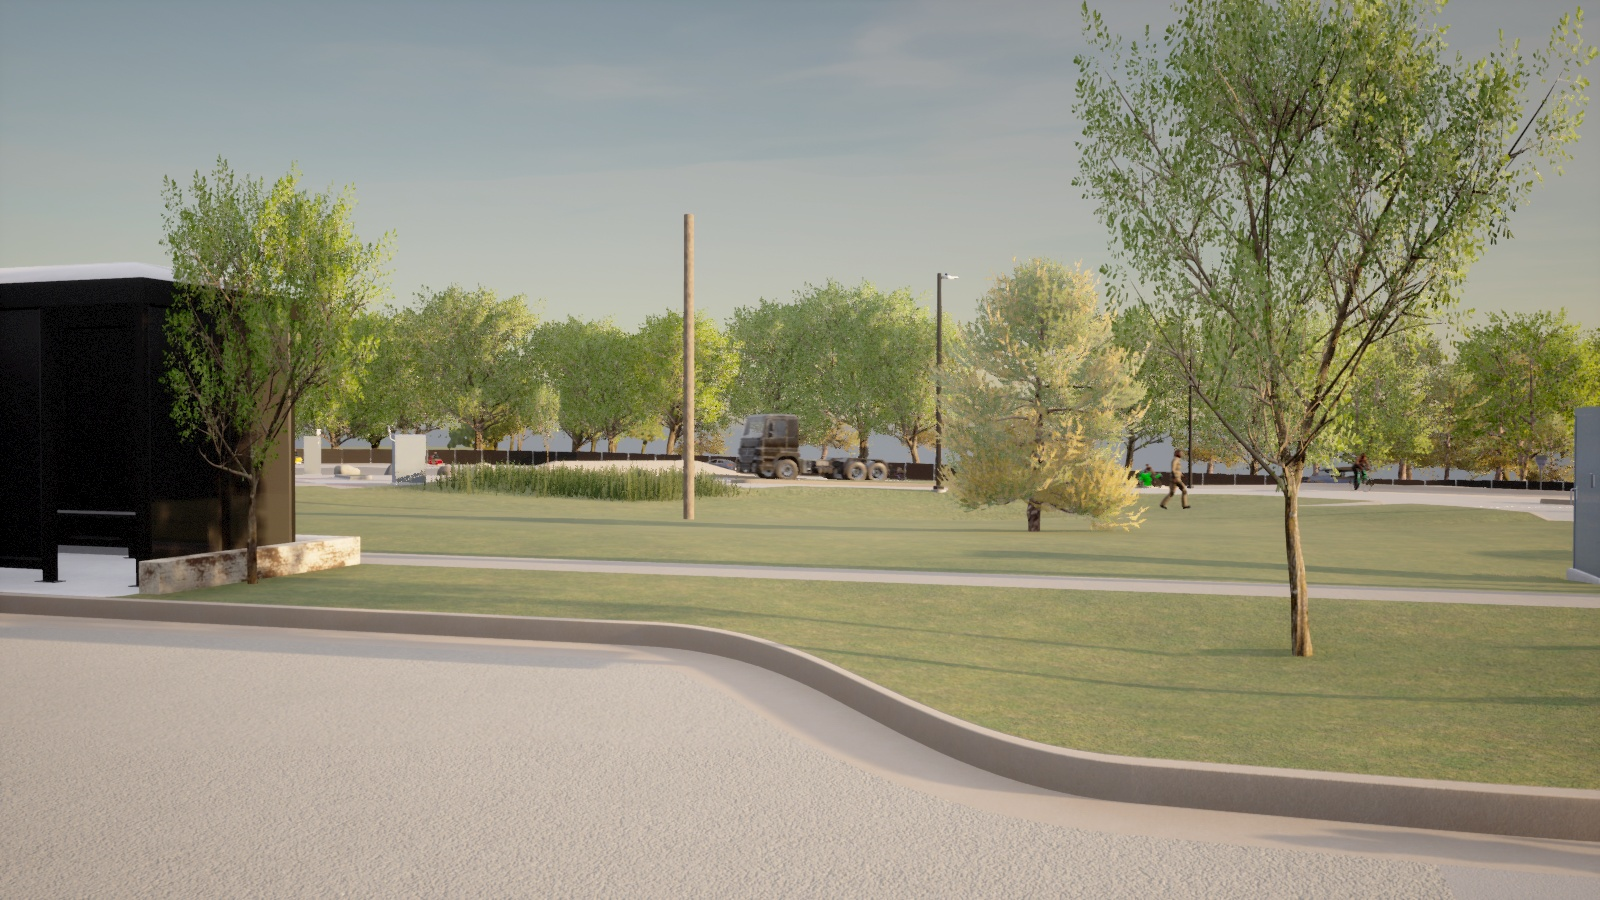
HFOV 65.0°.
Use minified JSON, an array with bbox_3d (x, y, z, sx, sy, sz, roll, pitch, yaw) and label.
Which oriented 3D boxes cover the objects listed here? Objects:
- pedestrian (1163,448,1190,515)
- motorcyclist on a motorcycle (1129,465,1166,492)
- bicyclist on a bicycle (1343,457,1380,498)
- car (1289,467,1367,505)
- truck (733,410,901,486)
[{"bbox_3d":[11.118,0.922,37.106,0.692,1.930,0.396,1,1,11],"label":"pedestrian"},{"bbox_3d":[20.647,1.704,74.576,2.044,1.523,0.797,3,-2,-28],"label":"motorcyclist on a motorcycle"},{"bbox_3d":[22.907,1.098,51.248,0.582,1.620,1.656,2,0,-5],"label":"bicyclist on a bicycle"},{"bbox_3d":[31.389,2.149,74.642,3.866,1.878,1.905,3,-7,-15],"label":"car"},{"bbox_3d":[0.893,-0.060,64.058,7.936,3.462,2.891,3,-1,-23],"label":"truck"}]
